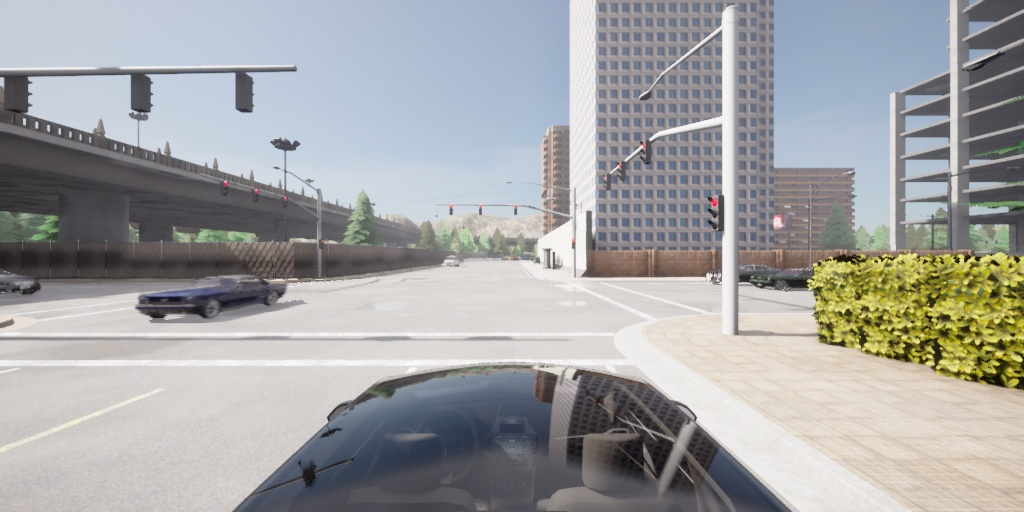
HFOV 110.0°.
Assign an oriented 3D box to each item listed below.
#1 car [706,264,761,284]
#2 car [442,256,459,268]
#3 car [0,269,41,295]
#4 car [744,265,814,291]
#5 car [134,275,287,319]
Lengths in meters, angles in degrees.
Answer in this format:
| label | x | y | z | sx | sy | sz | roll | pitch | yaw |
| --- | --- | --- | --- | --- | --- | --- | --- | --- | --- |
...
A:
| label | x | y | z | sx | sy | sz | roll | pitch | yaw |
| --- | --- | --- | --- | --- | --- | --- | --- | --- | --- |
| car | 16.230 | 1.295 | 25.150 | 4.902 | 1.511 | 2.128 | 0 | 0 | 0 |
| car | -10.512 | 1.062 | 62.004 | 2.150 | 2.045 | 5.566 | 0 | 2 | 0 |
| car | -26.666 | 1.295 | 17.852 | 4.902 | 1.511 | 2.128 | 0 | 0 | 0 |
| car | 17.140 | 1.405 | 21.652 | 4.718 | 1.301 | 1.895 | 0 | 0 | 0 |
| car | -10.500 | 1.386 | 13.026 | 1.895 | 1.301 | 4.718 | 0 | 0 | 0 |
